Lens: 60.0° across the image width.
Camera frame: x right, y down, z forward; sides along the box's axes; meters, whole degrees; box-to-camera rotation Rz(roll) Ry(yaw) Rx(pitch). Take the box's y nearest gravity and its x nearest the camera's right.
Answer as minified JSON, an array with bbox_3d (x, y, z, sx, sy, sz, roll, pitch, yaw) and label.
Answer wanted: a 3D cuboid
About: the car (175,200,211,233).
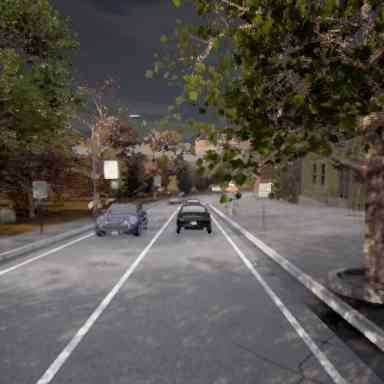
[{"bbox_3d":[0.097,1.442,19.503,1.882,1.535,5.008,0,0,0],"label":"car"}]

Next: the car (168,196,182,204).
[{"bbox_3d":[-3.062,1.457,59.956,1.895,1.301,4.718,0,1,5],"label":"car"}]

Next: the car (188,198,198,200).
[{"bbox_3d":[0.106,1.456,37.845,1.812,1.442,4.674,0,0,0],"label":"car"}]

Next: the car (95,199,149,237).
[{"bbox_3d":[-3.601,1.319,17.748,2.097,1.767,4.553,0,0,0],"label":"car"}]
